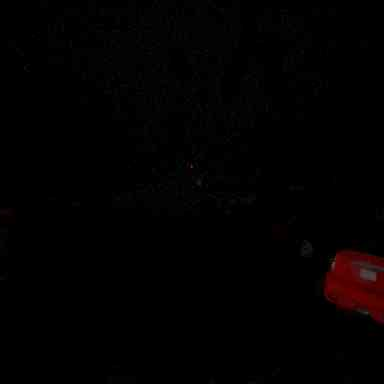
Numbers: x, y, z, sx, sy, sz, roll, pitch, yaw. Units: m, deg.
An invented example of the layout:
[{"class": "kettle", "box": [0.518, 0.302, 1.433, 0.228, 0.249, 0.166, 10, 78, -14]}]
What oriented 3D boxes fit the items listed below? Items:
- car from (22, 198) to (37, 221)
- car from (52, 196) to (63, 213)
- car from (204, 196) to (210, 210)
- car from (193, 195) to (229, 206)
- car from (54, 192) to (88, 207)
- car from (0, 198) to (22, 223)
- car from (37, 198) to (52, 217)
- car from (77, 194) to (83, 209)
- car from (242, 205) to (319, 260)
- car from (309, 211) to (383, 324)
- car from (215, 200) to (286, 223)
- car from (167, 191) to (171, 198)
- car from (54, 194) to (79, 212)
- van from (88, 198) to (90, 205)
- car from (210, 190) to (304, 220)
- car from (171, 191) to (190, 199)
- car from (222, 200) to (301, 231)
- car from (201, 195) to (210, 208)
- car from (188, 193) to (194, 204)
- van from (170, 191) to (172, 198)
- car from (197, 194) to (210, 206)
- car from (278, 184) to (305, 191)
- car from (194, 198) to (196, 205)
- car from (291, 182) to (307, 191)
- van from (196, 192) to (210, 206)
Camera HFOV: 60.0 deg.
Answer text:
[{"class": "car", "box": [-14.067, 1.243, 24.312, 4.553, 1.767, 2.185, -1, 1, -23]}, {"class": "car", "box": [-14.427, 1.376, 30.216, 4.674, 1.452, 2.002, -1, 1, -23]}, {"class": "car", "box": [3.907, 1.329, 30.055, 4.674, 1.452, 2.002, 1, 1, -24]}, {"class": "car", "box": [2.718, 1.211, 48.099, 4.792, 1.488, 2.163, 0, 0, -26]}, {"class": "car", "box": [-15.032, 1.159, 39.089, 4.553, 1.767, 2.185, -1, 1, -24]}, {"class": "car", "box": [-14.125, 1.386, 21.272, 5.366, 1.575, 1.946, -1, 1, -22]}, {"class": "car", "box": [-14.249, 1.392, 27.260, 4.674, 1.452, 2.002, -1, 1, -23]}, {"class": "car", "box": [-15.003, 1.302, 36.049, 5.366, 1.575, 1.946, -1, 1, -24]}, {"class": "car", "box": [4.623, 1.404, 11.947, 5.008, 1.535, 2.097, 1, 0, -22]}, {"class": "car", "box": [4.702, 1.318, 5.900, 4.553, 1.767, 2.185, 1, 0, -21]}, {"class": "car", "box": [4.214, 1.367, 24.026, 4.674, 1.452, 2.002, 1, 0, -23]}, {"class": "car", "box": [-3.169, 0.855, 91.580, 5.566, 2.045, 2.435, 0, 1, -30]}, {"class": "car", "box": [-14.457, 1.313, 33.250, 5.366, 1.575, 1.946, -1, 0, -24]}, {"class": "van", "box": [-15.206, 1.041, 42.077, 4.442, 1.987, 1.878, -1, 0, -25]}, {"class": "car", "box": [4.327, 1.095, 20.986, 5.566, 2.045, 2.435, 1, 1, -23]}, {"class": "car", "box": [-2.143, 1.026, 85.655, 4.553, 1.767, 2.185, 0, 0, -30]}, {"class": "car", "box": [4.466, 1.366, 17.983, 5.008, 1.535, 2.097, 1, 1, -22]}, {"class": "car", "box": [3.716, 1.310, 33.074, 4.674, 1.452, 2.002, 1, 0, -24]}, {"class": "car", "box": [2.639, 1.190, 45.039, 5.366, 1.575, 1.946, 0, 1, -25]}, {"class": "van", "box": [-2.720, 0.903, 88.575, 4.442, 1.987, 1.878, 0, 1, -30]}, {"class": "car", "box": [3.527, 1.253, 36.086, 4.892, 1.521, 2.231, 1, 1, -24]}, {"class": "car", "box": [17.449, -0.178, 60.162, 2.002, 1.452, 4.674, -7, 4, -30]}, {"class": "car", "box": [3.093, 1.088, 42.120, 4.553, 1.767, 2.185, 1, 1, -25]}, {"class": "car", "box": [20.400, -0.761, 60.654, 2.435, 2.045, 5.566, -7, 4, -30]}, {"class": "van", "box": [3.199, 1.006, 39.046, 4.442, 1.987, 1.878, 1, 1, -25]}]
